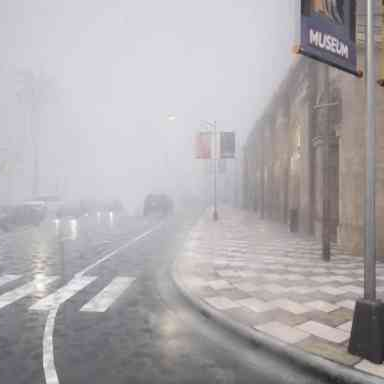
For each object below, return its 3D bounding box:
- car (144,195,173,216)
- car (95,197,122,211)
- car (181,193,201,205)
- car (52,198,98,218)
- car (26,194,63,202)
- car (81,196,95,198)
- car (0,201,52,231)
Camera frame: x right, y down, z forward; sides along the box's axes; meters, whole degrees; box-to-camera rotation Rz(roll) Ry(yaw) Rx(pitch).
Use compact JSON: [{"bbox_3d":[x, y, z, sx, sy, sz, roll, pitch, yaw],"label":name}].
[{"bbox_3d":[-3.226,1.267,32.577,2.150,2.045,5.566,0,0,4],"label":"car"},{"bbox_3d":[-9.741,1.525,40.043,1.812,1.442,4.674,0,0,5],"label":"car"},{"bbox_3d":[-0.157,1.272,60.181,2.150,2.045,5.566,-2,-1,20],"label":"car"},{"bbox_3d":[-10.515,1.526,30.184,1.812,1.442,4.674,0,0,5],"label":"car"},{"bbox_3d":[-13.953,1.221,31.187,2.150,2.045,5.566,0,0,4],"label":"car"},{"bbox_3d":[-13.140,1.352,41.480,2.097,1.767,4.553,0,0,5],"label":"car"},{"bbox_3d":[-11.189,1.547,20.780,2.033,1.411,5.357,0,0,4],"label":"car"}]
